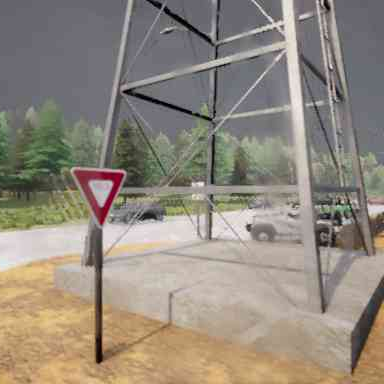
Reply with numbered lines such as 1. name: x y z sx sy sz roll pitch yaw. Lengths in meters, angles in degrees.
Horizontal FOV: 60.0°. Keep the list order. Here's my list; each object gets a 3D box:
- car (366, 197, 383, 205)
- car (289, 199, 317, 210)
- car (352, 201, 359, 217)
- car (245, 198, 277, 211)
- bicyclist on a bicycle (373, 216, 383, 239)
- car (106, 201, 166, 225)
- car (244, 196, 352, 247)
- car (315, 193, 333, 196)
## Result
1. car: 31.214 1.437 55.799 4.181 1.381 1.994 0 0 35
2. car: 13.908 1.512 41.387 1.895 1.301 4.718 0 0 36
3. car: 12.181 1.370 28.826 3.988 1.617 1.851 0 0 35
4. car: 8.361 1.433 39.925 1.837 1.490 4.892 0 -1 36
5. bicyclist on a bicycle: 8.840 1.327 14.727 0.582 1.620 1.656 0 0 -31
6. car: -3.849 1.420 23.189 2.128 1.511 4.902 0 0 36
7. car: 4.171 1.236 13.820 3.866 1.878 1.905 0 0 5
8. car: 19.921 1.132 49.731 2.150 2.045 5.566 0 0 36
